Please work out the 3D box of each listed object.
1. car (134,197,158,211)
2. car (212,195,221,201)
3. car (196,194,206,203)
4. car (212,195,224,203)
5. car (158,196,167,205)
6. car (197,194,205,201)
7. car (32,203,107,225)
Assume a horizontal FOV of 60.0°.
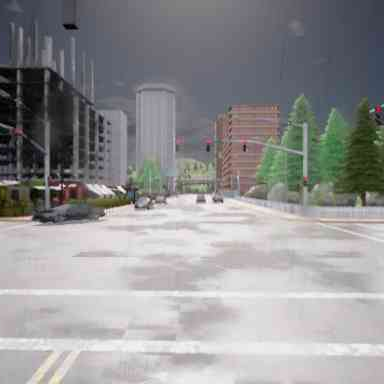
[{"bbox_3d":[-5.939,1.470,41.351,2.128,1.511,4.902,0,0,2],"label":"car"},{"bbox_3d":[5.503,1.382,74.843,1.895,1.301,4.718,0,0,1],"label":"car"},{"bbox_3d":[1.772,1.566,65.717,1.895,1.301,4.718,0,0,1],"label":"car"},{"bbox_3d":[5.279,1.491,65.947,1.812,1.442,4.674,0,0,1],"label":"car"},{"bbox_3d":[-5.480,1.494,58.506,1.812,1.442,4.674,0,0,2],"label":"car"},{"bbox_3d":[2.003,1.287,74.901,1.837,1.490,4.892,0,0,1],"label":"car"},{"bbox_3d":[-8.803,1.534,24.431,2.033,1.411,5.357,0,0,34],"label":"car"}]
